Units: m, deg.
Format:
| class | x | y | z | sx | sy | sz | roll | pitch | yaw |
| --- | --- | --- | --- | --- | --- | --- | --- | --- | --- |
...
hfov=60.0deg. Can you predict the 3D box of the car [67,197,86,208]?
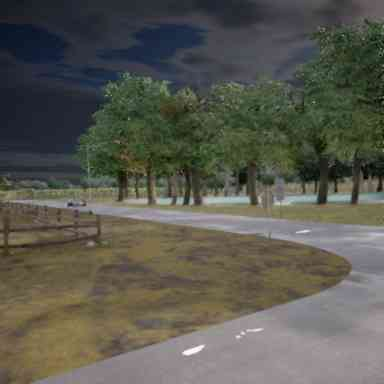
| class | x | y | z | sx | sy | sz | roll | pitch | yaw |
| --- | --- | --- | --- | --- | --- | --- | --- | --- | --- |
| car | -17.629 | 1.584 | 50.736 | 2.128 | 1.511 | 4.902 | -3 | 2 | -35 |
